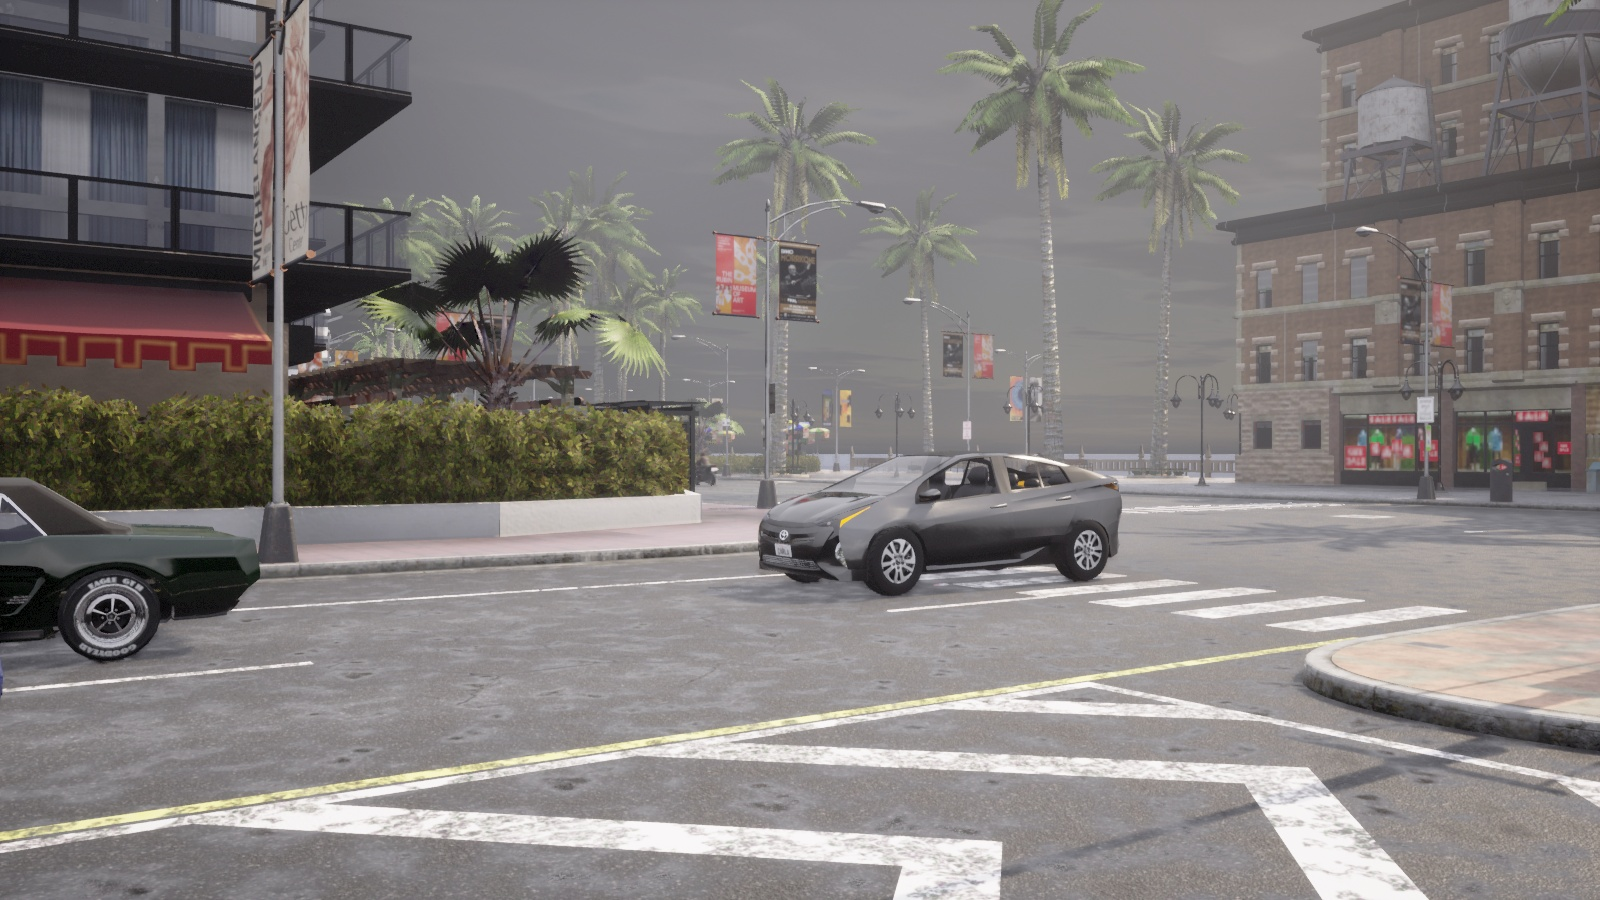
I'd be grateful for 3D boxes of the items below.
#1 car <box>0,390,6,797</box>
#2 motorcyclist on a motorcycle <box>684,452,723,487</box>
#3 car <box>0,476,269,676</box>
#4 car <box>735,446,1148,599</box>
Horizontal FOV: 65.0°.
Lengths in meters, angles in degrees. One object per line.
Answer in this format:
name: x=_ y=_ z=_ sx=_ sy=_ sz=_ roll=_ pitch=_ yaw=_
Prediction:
car: x=-5.925 y=0.628 z=5.020 sx=4.553 sy=1.767 sz=2.097 roll=0 pitch=0 yaw=-35
motorcyclist on a motorcycle: x=-4.331 y=0.873 z=56.145 sx=0.797 sy=1.523 sz=2.044 roll=0 pitch=0 yaw=-34
car: x=-6.481 y=0.881 z=8.894 sx=4.718 sy=1.301 sz=1.895 roll=0 pitch=0 yaw=-35
car: x=1.705 y=0.724 z=14.580 sx=4.514 sy=1.525 sz=2.007 roll=0 pitch=0 yaw=-33
